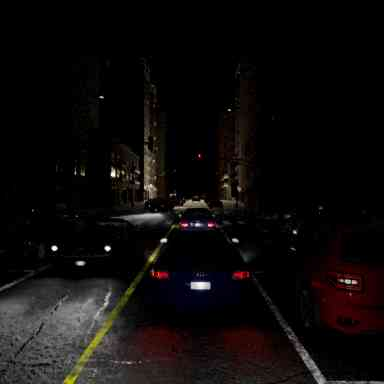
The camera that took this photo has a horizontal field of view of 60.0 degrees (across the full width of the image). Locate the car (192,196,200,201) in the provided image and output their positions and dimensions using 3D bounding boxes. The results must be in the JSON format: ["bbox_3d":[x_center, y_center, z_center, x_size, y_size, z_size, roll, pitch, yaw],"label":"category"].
[{"bbox_3d":[1.078,1.626,84.893,1.895,1.301,4.718,0,0,1],"label":"car"}]

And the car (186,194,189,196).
[{"bbox_3d":[-2.175,1.567,67.088,2.033,1.411,5.357,0,0,1],"label":"car"}]

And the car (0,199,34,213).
[{"bbox_3d":[-16.422,1.342,29.240,4.902,1.511,2.128,1,-1,1],"label":"car"}]

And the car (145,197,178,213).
[{"bbox_3d":[-3.414,1.609,37.847,1.895,1.301,4.718,0,0,12],"label":"car"}]

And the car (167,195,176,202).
[{"bbox_3d":[-4.848,1.466,78.970,1.967,1.590,4.097,1,0,1],"label":"car"}]

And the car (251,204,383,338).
[{"bbox_3d":[2.754,1.316,6.552,2.192,1.841,5.009,1,0,1],"label":"car"}]

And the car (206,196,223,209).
[{"bbox_3d":[3.240,1.593,44.818,1.802,1.307,4.206,1,0,1],"label":"car"}]

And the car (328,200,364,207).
[{"bbox_3d":[13.991,1.503,31.884,4.553,1.767,2.097,0,-1,1],"label":"car"}]

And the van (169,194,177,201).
[{"bbox_3d":[-4.775,1.371,84.643,1.690,1.788,3.998,1,0,1],"label":"van"}]

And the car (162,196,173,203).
[{"bbox_3d":[-4.994,1.602,67.626,1.802,1.307,4.206,1,0,1],"label":"car"}]

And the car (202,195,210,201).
[{"bbox_3d":[3.820,1.600,90.201,1.947,1.339,4.313,1,0,1],"label":"car"}]

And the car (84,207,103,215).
[{"bbox_3d":[-5.632,1.529,17.748,1.752,1.417,4.829,1,0,1],"label":"car"}]

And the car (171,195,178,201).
[{"bbox_3d":[-4.704,1.615,90.315,1.802,1.307,4.206,1,0,1],"label":"car"}]

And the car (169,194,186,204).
[{"bbox_3d":[-2.442,1.364,51.535,2.097,1.767,4.553,0,0,1],"label":"car"}]

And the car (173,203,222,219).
[{"bbox_3d":[0.270,1.552,17.741,2.033,1.411,5.357,0,0,0],"label":"car"}]

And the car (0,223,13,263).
[{"bbox_3d":[-5.776,1.526,6.500,1.752,1.417,4.829,1,0,1],"label":"car"}]

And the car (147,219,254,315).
[{"bbox_3d":[0.176,1.566,7.678,1.994,1.385,4.181,0,0,1],"label":"car"}]

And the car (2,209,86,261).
[{"bbox_3d":[-5.702,1.547,12.294,1.887,1.381,4.507,1,0,1],"label":"car"}]

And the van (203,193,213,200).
[{"bbox_3d":[3.460,1.358,61.837,1.690,1.788,3.998,1,0,1],"label":"van"}]

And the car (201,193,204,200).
[{"bbox_3d":[3.533,1.335,67.510,2.192,1.841,5.009,1,0,1],"label":"car"}]

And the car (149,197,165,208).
[{"bbox_3d":[-5.212,1.557,50.609,1.887,1.381,4.507,1,0,1],"label":"car"}]

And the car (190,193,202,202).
[{"bbox_3d":[0.953,1.565,74.194,2.033,1.411,5.357,0,0,1],"label":"car"}]

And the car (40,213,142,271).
[{"bbox_3d":[-2.967,1.603,11.112,1.895,1.301,4.718,0,0,1],"label":"car"}]

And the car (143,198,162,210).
[{"bbox_3d":[-5.284,1.555,44.936,1.887,1.381,4.507,1,0,1],"label":"car"}]

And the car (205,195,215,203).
[{"bbox_3d":[3.313,1.595,50.491,1.802,1.307,4.206,1,0,1],"label":"car"}]

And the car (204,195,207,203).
[{"bbox_3d":[3.385,1.597,56.164,1.802,1.307,4.206,1,0,1],"label":"car"}]
